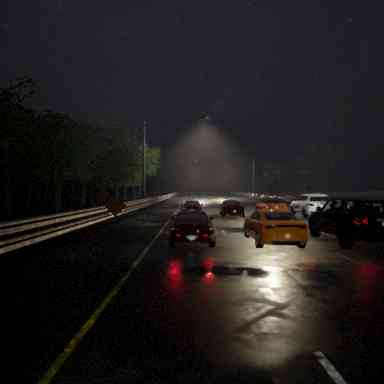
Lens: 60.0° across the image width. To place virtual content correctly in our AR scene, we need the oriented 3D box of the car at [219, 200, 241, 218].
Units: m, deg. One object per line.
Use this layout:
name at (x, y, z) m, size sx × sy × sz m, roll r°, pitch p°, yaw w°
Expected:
car at (3.500, 1.414, 29.648) m, size 1.882 × 1.535 × 5.008 m, roll 0°, pitch 0°, yaw 0°

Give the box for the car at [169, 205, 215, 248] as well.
car at (0.000, 1.513, 14.649) m, size 1.812 × 1.442 × 4.674 m, roll 0°, pitch 0°, yaw 0°

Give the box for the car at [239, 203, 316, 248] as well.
car at (3.500, 1.465, 14.649) m, size 1.882 × 1.535 × 5.008 m, roll 0°, pitch 0°, yaw 0°

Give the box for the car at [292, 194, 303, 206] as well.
car at (10.500, 1.187, 29.676) m, size 2.150 × 2.045 × 5.566 m, roll 0°, pitch 0°, yaw 0°

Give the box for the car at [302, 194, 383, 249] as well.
car at (7.000, 1.238, 14.678) m, size 2.150 × 2.045 × 5.566 m, roll 0°, pitch 0°, yaw 0°

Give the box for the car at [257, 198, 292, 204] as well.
car at (7.000, 1.296, 29.617) m, size 2.097 × 1.767 × 4.553 m, roll 0°, pitch 0°, yaw 0°

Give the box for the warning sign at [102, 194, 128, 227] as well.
warning sign at (-4.544, 1.082, 19.744) m, size 1.300 × 1.860 × 1.060 m, roll 0°, pitch 1°, yaw 0°

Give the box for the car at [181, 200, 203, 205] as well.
car at (0.000, 1.462, 29.648) m, size 1.812 × 1.442 × 4.674 m, roll 0°, pitch 0°, yaw 0°
